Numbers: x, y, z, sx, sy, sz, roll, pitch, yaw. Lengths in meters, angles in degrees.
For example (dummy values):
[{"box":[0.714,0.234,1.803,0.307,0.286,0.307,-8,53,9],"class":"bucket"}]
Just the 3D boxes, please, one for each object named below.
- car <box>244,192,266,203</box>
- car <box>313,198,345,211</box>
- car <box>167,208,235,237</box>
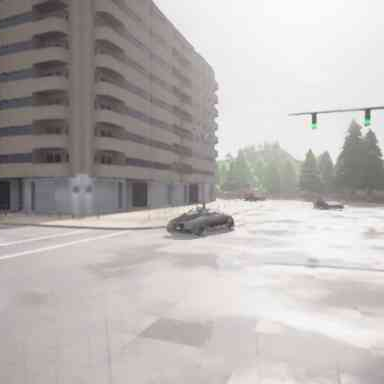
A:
[{"box":[12.156,0.996,64.149,2.150,2.045,5.566,1,0,-19],"class":"car"},{"box":[16.021,1.411,39.326,2.033,1.411,5.357,0,0,0],"class":"car"},{"box":[0.568,1.549,17.900,1.994,1.385,4.181,0,1,39],"class":"car"}]
